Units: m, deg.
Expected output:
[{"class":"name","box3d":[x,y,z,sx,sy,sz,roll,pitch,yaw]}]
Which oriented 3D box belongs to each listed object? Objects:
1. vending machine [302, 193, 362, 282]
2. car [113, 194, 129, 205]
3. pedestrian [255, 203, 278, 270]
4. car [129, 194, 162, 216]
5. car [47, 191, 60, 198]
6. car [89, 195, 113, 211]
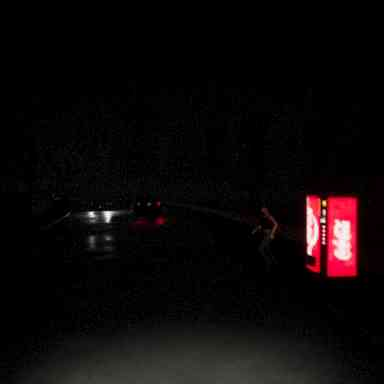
[{"class":"vending machine","box3d":[3.489,1.075,8.365,1.100,2.100,0.880,0,1,-5]},{"class":"car","box3d":[-9.292,0.931,43.775,2.033,1.411,5.357,0,1,-24]},{"class":"pedestrian","box3d":[2.019,1.165,8.979,0.375,1.860,0.375,0,1,-5]},{"class":"car","box3d":[-3.838,0.962,27.670,2.097,1.767,4.553,0,1,-14]},{"class":"car","box3d":[-28.990,0.454,69.549,1.882,1.535,5.008,-1,1,-39]},{"class":"car","box3d":[-9.149,1.064,32.791,1.812,1.442,4.674,0,1,-18]}]
